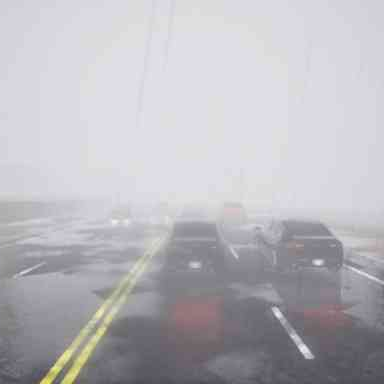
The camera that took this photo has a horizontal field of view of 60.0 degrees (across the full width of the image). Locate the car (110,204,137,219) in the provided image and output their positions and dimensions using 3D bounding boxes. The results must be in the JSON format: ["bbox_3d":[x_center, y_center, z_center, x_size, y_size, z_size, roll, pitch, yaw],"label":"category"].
[{"bbox_3d":[-6.586,1.842,32.212,1.994,1.385,4.181,0,-1,0],"label":"car"}]

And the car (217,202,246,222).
[{"bbox_3d":[3.351,1.599,28.725,2.097,1.767,4.553,0,0,0],"label":"car"}]

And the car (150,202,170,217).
[{"bbox_3d":[-3.332,1.836,35.747,1.812,1.442,4.674,0,-1,0],"label":"car"}]

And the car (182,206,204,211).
[{"bbox_3d":[0.102,1.836,27.448,1.895,1.301,4.718,0,-1,0],"label":"car"}]

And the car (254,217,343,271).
[{"bbox_3d":[3.340,1.601,11.196,1.837,1.490,4.892,0,0,0],"label":"car"}]

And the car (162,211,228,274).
[{"bbox_3d":[0.090,1.598,10.843,1.837,1.490,4.892,0,0,0],"label":"car"}]
